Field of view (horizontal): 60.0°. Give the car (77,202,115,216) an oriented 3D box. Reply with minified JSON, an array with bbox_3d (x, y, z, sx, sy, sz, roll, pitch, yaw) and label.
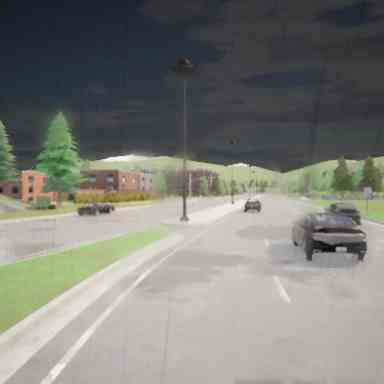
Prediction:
[{"bbox_3d":[-9.638,1.726,33.608,1.895,1.301,4.718,0,0,13],"label":"car"}]

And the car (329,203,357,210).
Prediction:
[{"bbox_3d":[11.006,1.561,24.598,1.837,1.490,4.892,0,0,12],"label":"car"}]

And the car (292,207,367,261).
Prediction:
[{"bbox_3d":[4.912,1.520,12.417,2.128,1.511,4.902,0,0,10],"label":"car"}]

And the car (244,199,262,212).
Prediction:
[{"bbox_3d":[7.375,1.586,40.371,2.128,1.511,4.902,0,0,13],"label":"car"}]
